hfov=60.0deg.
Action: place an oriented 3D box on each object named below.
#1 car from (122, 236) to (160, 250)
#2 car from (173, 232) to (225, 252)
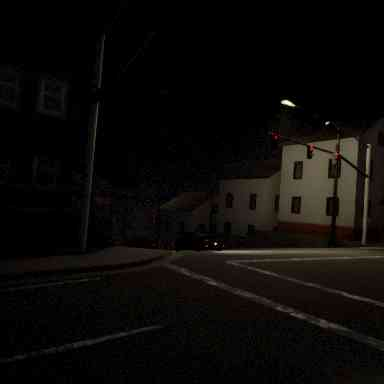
[{"bbox_3d":[-4.797,4.814,30.833,1.882,1.535,5.008,6,-15,-35],"label":"car"},{"bbox_3d":[0.414,3.531,23.618,1.994,1.385,4.181,6,-12,-35],"label":"car"}]
